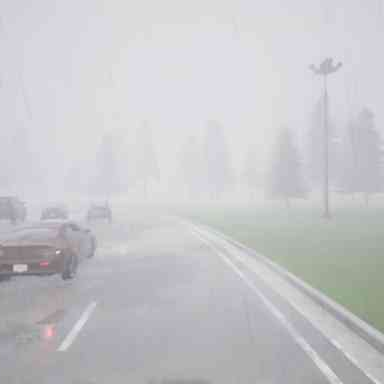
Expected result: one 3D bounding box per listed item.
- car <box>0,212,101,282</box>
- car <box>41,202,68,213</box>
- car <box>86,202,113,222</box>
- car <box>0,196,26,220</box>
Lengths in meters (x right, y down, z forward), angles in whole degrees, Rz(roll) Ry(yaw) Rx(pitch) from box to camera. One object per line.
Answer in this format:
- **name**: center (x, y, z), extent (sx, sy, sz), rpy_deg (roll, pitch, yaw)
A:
- **car**: center (-4.107, 1.549, 9.809), extent (1.812, 1.442, 4.674), rpy_deg (0, 0, -6)
- **car**: center (-11.326, 1.591, 27.571), extent (1.812, 1.442, 4.674), rpy_deg (0, 0, -18)
- **car**: center (-7.383, 1.528, 26.500), extent (2.128, 1.511, 4.902), rpy_deg (0, 0, -16)
- **car**: center (-14.209, 1.310, 25.304), extent (2.150, 2.045, 5.566), rpy_deg (0, 0, -17)
